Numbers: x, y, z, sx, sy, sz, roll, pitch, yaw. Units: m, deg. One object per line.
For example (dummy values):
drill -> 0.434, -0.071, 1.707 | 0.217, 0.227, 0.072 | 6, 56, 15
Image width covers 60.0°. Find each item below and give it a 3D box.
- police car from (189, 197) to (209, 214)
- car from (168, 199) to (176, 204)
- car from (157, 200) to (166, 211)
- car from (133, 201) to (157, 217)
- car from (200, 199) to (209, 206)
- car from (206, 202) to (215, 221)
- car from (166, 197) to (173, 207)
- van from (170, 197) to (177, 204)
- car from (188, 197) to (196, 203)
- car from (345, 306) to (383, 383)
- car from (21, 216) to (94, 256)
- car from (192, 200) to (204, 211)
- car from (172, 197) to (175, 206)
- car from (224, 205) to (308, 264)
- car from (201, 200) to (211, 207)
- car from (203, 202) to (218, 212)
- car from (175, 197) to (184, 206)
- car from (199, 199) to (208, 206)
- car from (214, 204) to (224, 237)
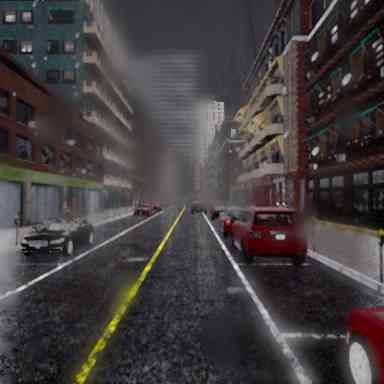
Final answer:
police car -> 0.862, 1.848, 41.514 | 1.930, 1.638, 5.238 | 0, -1, 0
car -> -5.230, 2.477, 87.612 | 1.887, 1.381, 4.507 | 1, -1, 0
car -> -5.265, 2.034, 47.784 | 1.887, 1.381, 4.507 | 1, -1, 0
car -> -5.275, 1.913, 36.406 | 1.887, 1.381, 4.507 | 1, -1, 0
car -> 2.635, 2.284, 70.547 | 1.887, 1.381, 4.507 | 1, -1, 0
car -> 2.600, 1.875, 30.721 | 1.947, 1.339, 4.313 | 1, -1, 0
car -> -5.250, 2.227, 64.853 | 2.008, 1.369, 4.403 | 1, -1, 0
van -> -5.223, 2.341, 93.302 | 1.690, 1.788, 3.998 | 1, -1, 0
car -> 0.083, 2.250, 92.430 | 2.097, 1.767, 4.553 | 0, -1, 0
car -> 2.705, 1.568, 2.275 | 1.887, 1.381, 4.507 | 1, -1, 0
car -> -5.311, 1.687, 13.649 | 2.008, 1.369, 4.403 | 1, -1, 0
car -> 0.871, 2.034, 51.403 | 1.837, 1.490, 4.892 | 0, -1, 0
car -> -5.245, 2.263, 70.373 | 1.752, 1.417, 4.829 | 1, -1, 0
car -> 2.619, 1.437, 12.222 | 2.192, 1.841, 5.009 | 1, -1, 0
car -> 2.630, 2.258, 64.857 | 1.802, 1.307, 4.206 | 1, -1, 0
car -> 2.615, 2.071, 47.788 | 1.802, 1.307, 4.206 | 1, -1, 0
car -> -2.686, 2.292, 70.990 | 1.994, 1.385, 4.181 | 0, -1, 0
car -> 2.641, 2.348, 76.236 | 1.887, 1.381, 4.507 | 1, -1, 0
car -> 2.591, 1.634, 19.344 | 1.967, 1.590, 4.097 | 1, -1, 0
